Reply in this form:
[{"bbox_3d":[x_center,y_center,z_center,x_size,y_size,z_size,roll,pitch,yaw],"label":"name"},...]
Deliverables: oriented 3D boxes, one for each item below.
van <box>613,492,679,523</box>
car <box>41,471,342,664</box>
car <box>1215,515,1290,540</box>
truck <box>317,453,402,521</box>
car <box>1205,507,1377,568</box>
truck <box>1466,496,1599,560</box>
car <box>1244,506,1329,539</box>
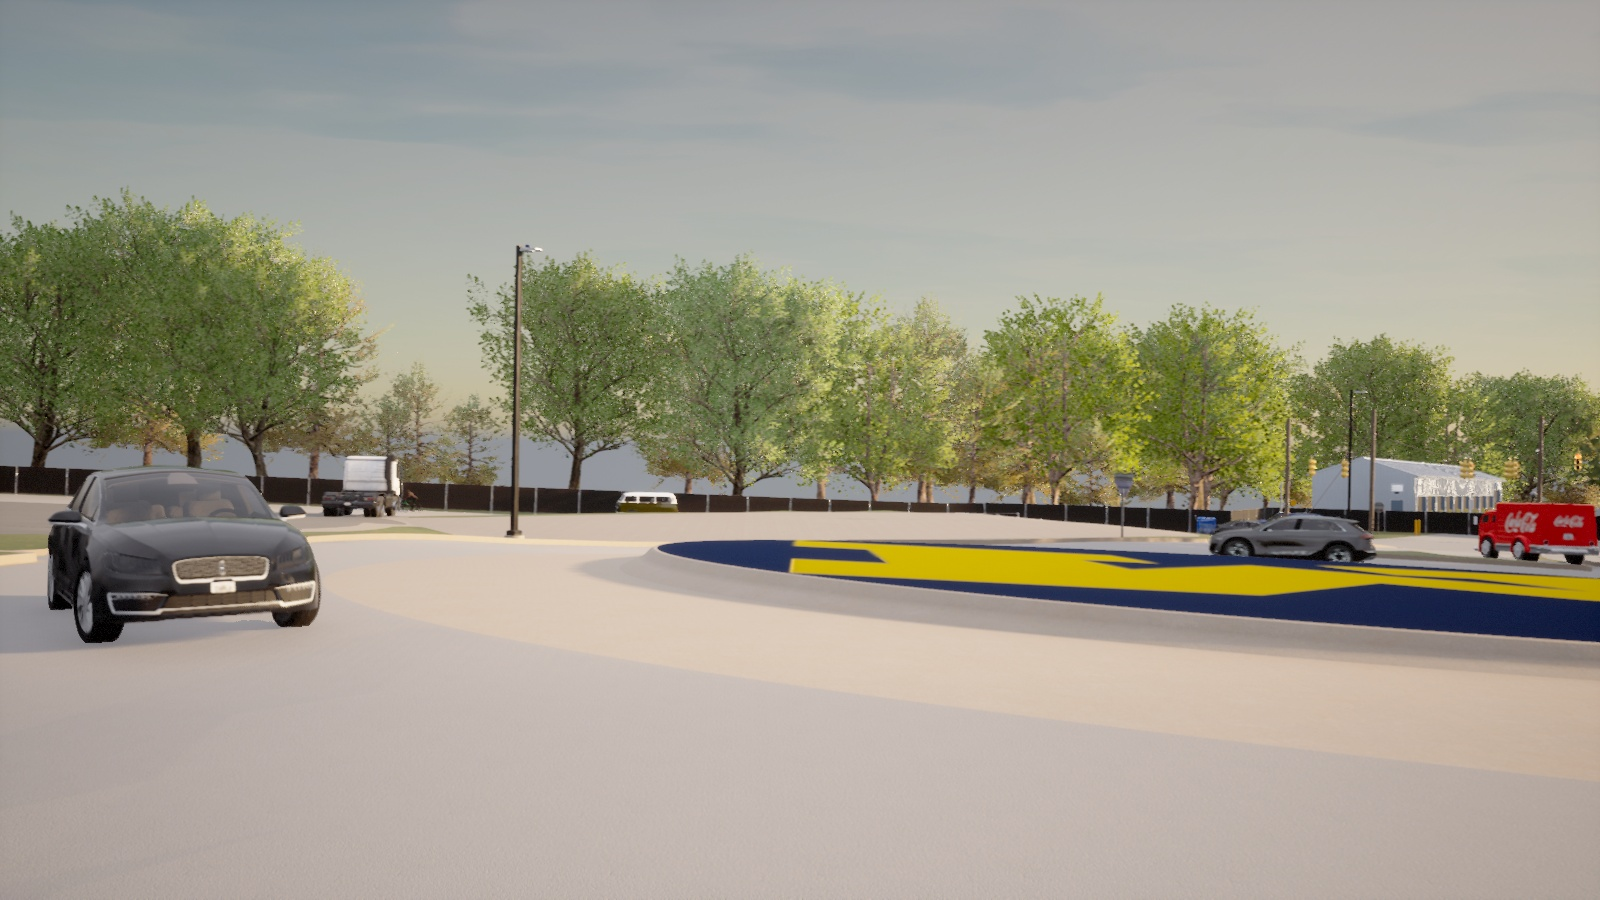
[{"bbox_3d":[-11.153,4.149,90.902,4.480,2.038,2.069,2,0,-15],"label":"van"},{"bbox_3d":[-6.188,0.972,12.416,1.837,1.490,4.892,0,-1,-36],"label":"car"},{"bbox_3d":[32.207,5.518,89.548,4.892,1.490,1.837,1,1,17],"label":"car"},{"bbox_3d":[-23.963,2.095,68.739,2.891,3.462,7.936,1,-2,-9],"label":"truck"},{"bbox_3d":[15.267,2.708,39.121,4.856,1.649,2.033,1,-4,23],"label":"car"},{"bbox_3d":[30.487,3.190,52.372,2.627,2.467,5.204,1,-2,-1],"label":"truck"},{"bbox_3d":[35.607,5.282,91.995,5.566,2.045,2.150,1,0,28],"label":"car"}]
